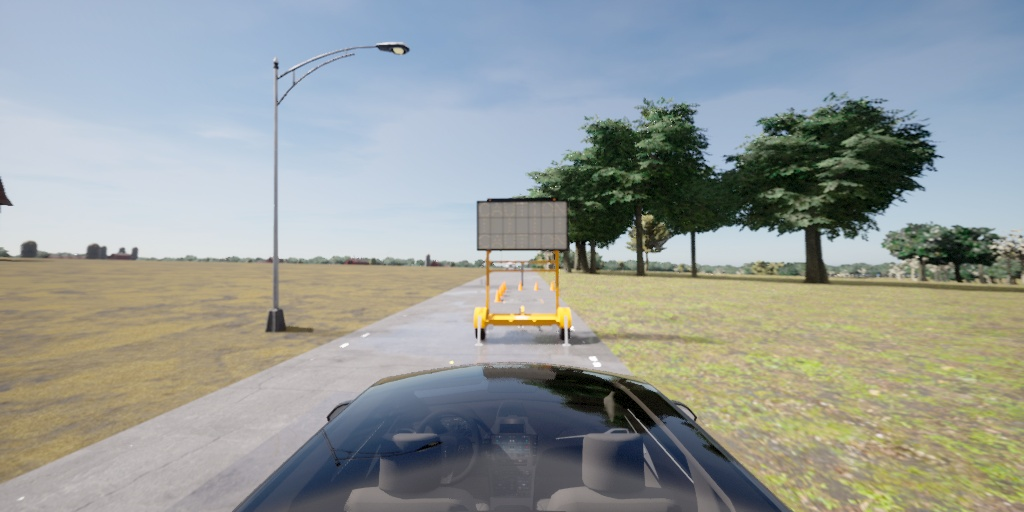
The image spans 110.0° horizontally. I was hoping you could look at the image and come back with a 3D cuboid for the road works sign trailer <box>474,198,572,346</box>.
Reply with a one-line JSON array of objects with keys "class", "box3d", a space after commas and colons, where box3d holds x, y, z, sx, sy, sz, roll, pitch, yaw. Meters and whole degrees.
[{"class": "road works sign trailer", "box3d": [0.284, 0.269, 9.542, 2.380, 3.560, 2.880, 0, 0, 2]}]
